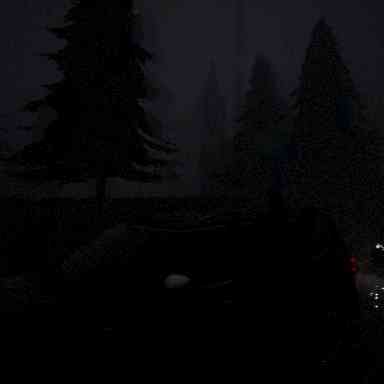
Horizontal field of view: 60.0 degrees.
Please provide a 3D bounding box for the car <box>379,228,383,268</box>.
[{"bbox_3d":[7.292,1.553,10.568,1.812,1.442,4.674,0,0,44],"label":"car"}]

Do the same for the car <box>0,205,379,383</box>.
[{"bbox_3d":[-0.144,1.227,4.050,5.566,2.045,2.150,0,0,-37],"label":"car"}]
